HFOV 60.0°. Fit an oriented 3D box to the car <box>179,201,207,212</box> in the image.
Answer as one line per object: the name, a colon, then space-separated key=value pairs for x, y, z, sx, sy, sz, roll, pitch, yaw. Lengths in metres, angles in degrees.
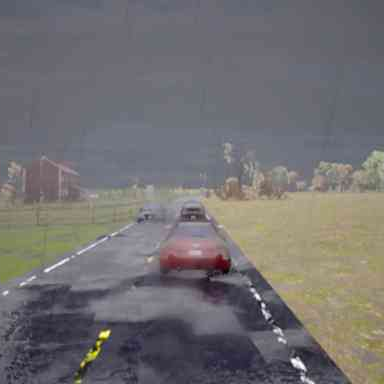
car: x=0.090 y=1.476 z=25.313 sx=1.837 sy=1.490 sz=4.892 roll=0 pitch=0 yaw=0

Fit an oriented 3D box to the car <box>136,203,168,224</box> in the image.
car: x=-2.841 y=1.535 z=24.478 sx=1.994 sy=1.385 sz=4.181 roll=0 pitch=0 yaw=0

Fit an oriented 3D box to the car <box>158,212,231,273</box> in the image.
car: x=0.090 y=1.552 z=10.663 sx=1.994 sy=1.385 sz=4.181 roll=0 pitch=0 yaw=0
